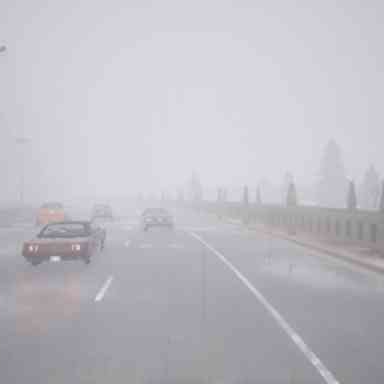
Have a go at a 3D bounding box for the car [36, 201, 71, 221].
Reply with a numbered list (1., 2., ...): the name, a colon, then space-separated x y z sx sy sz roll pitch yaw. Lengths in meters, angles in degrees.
1. car: -10.727 1.559 26.047 2.097 1.767 4.553 0 0 -15

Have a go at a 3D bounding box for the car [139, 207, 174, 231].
1. car: -2.410 1.684 21.887 2.033 1.411 5.357 0 0 -12

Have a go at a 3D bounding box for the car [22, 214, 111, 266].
1. car: -4.293 1.686 12.010 1.895 1.301 4.718 0 0 -7

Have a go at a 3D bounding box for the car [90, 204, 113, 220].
1. car: -8.064 1.761 29.685 2.033 1.411 5.357 0 0 -17
